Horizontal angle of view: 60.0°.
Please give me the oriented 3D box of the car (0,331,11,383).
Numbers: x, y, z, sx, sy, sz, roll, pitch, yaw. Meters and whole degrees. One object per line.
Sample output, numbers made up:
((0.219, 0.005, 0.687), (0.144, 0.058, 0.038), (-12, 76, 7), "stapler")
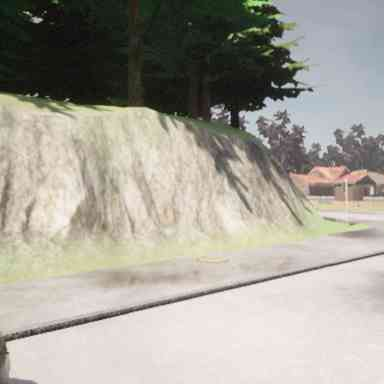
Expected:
((-3.815, 1.494, 1.876), (4.902, 1.511, 2.128), (0, 0, -36), "car")
